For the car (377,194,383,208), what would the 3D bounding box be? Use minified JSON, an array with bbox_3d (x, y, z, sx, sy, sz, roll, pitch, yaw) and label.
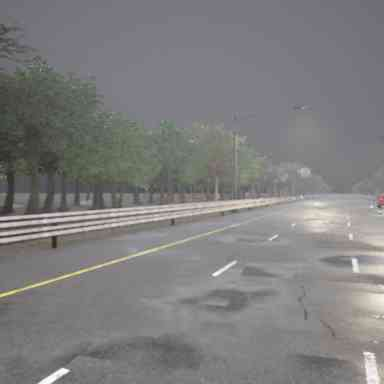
[{"bbox_3d":[28.554,1.360,48.862,2.150,2.045,5.566,0,0,26],"label":"car"}]
